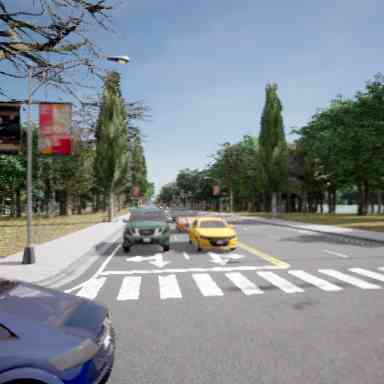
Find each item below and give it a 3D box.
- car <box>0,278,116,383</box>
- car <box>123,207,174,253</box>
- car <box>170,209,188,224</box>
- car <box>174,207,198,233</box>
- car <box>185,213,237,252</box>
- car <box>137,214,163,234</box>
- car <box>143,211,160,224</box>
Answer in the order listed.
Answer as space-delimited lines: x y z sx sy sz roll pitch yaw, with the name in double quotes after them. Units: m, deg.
-3.006 1.746 3.748 4.181 1.385 1.994 -1 -2 -6 "car"
-2.305 1.871 17.443 2.150 2.045 5.566 0 -2 -6 "car"
-1.661 2.947 40.732 1.882 1.535 5.008 0 -2 -6 "car"
-0.170 2.326 27.455 2.097 1.767 4.553 0 -2 -6 "car"
0.974 2.088 17.412 1.882 1.535 5.008 0 -2 -7 "car"
-3.477 2.591 27.853 1.994 1.385 4.181 0 -2 -6 "car"
-4.958 3.082 40.991 1.994 1.385 4.181 0 -2 -6 "car"
